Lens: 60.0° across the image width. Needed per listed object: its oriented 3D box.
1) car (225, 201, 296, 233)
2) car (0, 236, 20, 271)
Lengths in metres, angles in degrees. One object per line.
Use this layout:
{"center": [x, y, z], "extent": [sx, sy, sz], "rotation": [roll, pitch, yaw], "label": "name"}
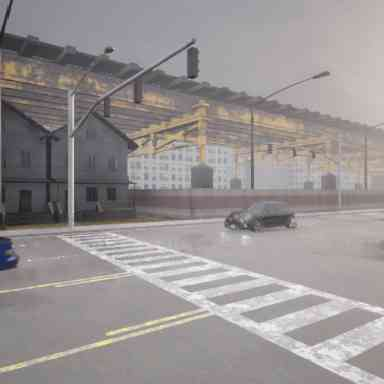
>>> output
{"center": [4.104, 1.352, 19.803], "extent": [4.553, 1.767, 2.097], "rotation": [0, 0, -35], "label": "car"}
{"center": [-6.990, 1.547, 7.607], "extent": [5.357, 1.411, 2.033], "rotation": [0, 0, -35], "label": "car"}
